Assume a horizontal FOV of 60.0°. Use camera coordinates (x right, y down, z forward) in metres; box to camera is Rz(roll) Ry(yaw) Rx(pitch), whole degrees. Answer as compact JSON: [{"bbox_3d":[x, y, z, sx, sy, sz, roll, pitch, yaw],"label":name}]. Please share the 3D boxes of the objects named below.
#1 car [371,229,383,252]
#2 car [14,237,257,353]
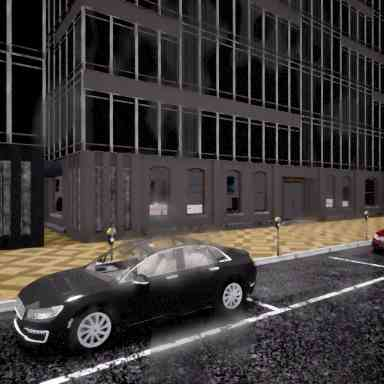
[{"bbox_3d":[8.529,1.582,12.649,4.206,1.307,1.802,0,0,-36],"label":"car"},{"bbox_3d":[-0.737,1.551,6.035,4.403,1.369,2.008,0,0,-36],"label":"car"}]
